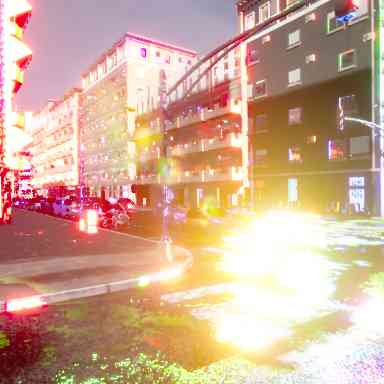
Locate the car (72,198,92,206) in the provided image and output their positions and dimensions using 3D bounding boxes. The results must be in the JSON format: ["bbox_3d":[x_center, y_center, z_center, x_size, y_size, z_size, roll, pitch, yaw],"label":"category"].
[{"bbox_3d":[-18.530,1.643,55.759,1.947,1.339,4.313,-1,1,-36],"label":"car"}]

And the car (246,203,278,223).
[{"bbox_3d":[4.012,1.498,24.463,1.752,1.417,4.829,-1,1,-36],"label":"car"}]

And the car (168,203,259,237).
[{"bbox_3d":[0.930,1.600,18.915,2.033,1.411,5.357,-1,1,-37],"label":"car"}]

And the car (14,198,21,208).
[{"bbox_3d":[-25.329,1.769,50.862,1.947,1.339,4.313,-1,1,-36],"label":"car"}]

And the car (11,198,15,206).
[{"bbox_3d":[-31.799,1.781,59.843,1.887,1.381,4.507,-1,1,-36],"label":"car"}]

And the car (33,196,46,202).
[{"bbox_3d":[-37.938,1.726,82.703,1.887,1.381,4.507,-1,1,-36],"label":"car"}]

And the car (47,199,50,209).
[{"bbox_3d":[-20.654,1.686,48.973,1.812,1.442,4.674,-1,0,-36],"label":"car"}]

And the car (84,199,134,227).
[{"bbox_3d":[-5.924,1.552,23.919,1.967,1.590,4.097,-1,1,-36],"label":"car"}]

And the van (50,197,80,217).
[{"bbox_3d":[-12.394,1.482,32.898,1.690,1.788,3.998,-1,1,-36],"label":"van"}]

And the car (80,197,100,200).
[{"bbox_3d":[-8.935,1.585,32.534,2.128,1.511,4.902,-1,1,-36],"label":"car"}]

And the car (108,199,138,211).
[{"bbox_3d":[-8.826,1.581,42.287,2.008,1.369,4.403,-1,1,-36],"label":"car"}]

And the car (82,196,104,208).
[{"bbox_3d":[-15.298,1.501,51.267,1.967,1.590,4.097,-1,1,-36],"label":"car"}]

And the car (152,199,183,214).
[{"bbox_3d":[-2.359,1.441,33.305,1.967,1.590,4.097,-1,1,-36],"label":"car"}]

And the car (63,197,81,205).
[{"bbox_3d":[-21.765,1.644,60.250,2.008,1.369,4.403,-1,1,-36],"label":"car"}]

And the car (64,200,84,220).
[{"bbox_3d":[-9.057,1.651,28.271,1.752,1.417,4.829,-1,1,-36],"label":"car"}]

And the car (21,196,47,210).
[{"bbox_3d":[-22.097,1.627,46.371,1.967,1.590,4.097,-1,1,-36],"label":"car"}]
